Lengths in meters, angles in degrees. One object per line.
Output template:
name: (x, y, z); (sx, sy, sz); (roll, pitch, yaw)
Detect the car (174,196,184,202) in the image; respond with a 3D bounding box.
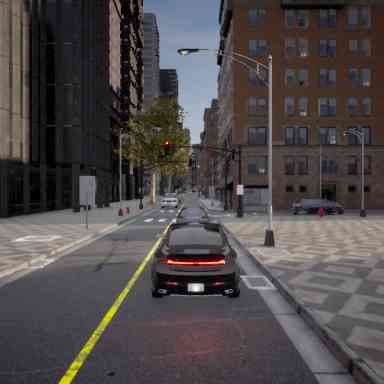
car: (-3.009, 1.547, 78.002); (1.994, 1.385, 4.181); (0, 0, 0)

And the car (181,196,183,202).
car: (-3.068, 1.602, 63.004); (1.895, 1.301, 4.718); (0, 0, 0)

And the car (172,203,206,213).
car: (0.057, 1.547, 18.263); (2.033, 1.411, 5.357); (0, 0, 0)

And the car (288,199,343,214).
car: (12.610, 1.471, 34.241); (4.902, 1.511, 2.128); (0, 0, 0)

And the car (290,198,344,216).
car: (11.671, 1.338, 31.051); (4.553, 1.767, 2.097); (0, 0, 1)

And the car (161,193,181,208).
car: (-3.090, 1.223, 47.037); (2.150, 2.045, 5.566); (0, 0, 0)

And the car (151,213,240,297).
car: (0.082, 1.505, 8.527); (1.837, 1.490, 4.892); (0, 0, 0)
